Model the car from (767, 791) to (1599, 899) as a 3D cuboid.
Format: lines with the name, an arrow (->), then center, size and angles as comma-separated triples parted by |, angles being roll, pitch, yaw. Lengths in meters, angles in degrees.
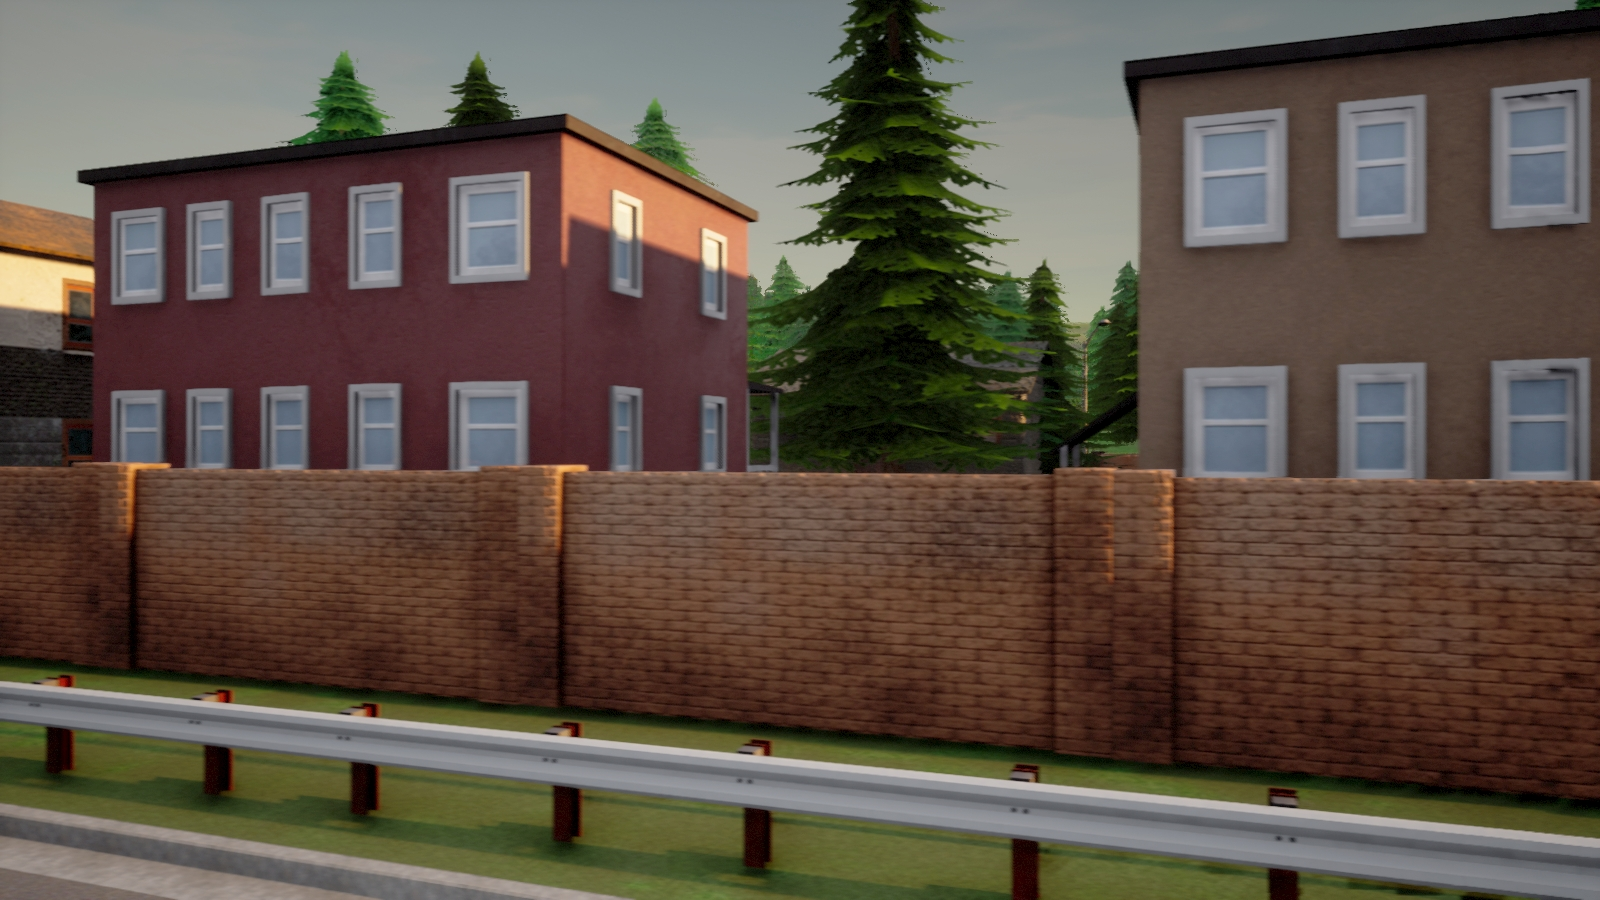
car -> 2.057, 2.040, 2.556 | 4.514, 1.525, 2.007 | 0, 0, 20
